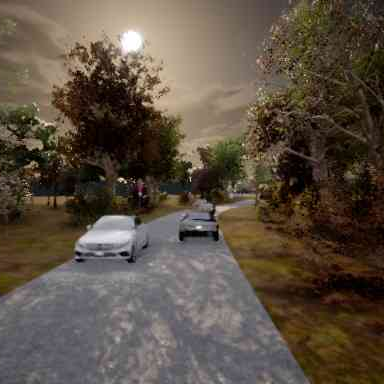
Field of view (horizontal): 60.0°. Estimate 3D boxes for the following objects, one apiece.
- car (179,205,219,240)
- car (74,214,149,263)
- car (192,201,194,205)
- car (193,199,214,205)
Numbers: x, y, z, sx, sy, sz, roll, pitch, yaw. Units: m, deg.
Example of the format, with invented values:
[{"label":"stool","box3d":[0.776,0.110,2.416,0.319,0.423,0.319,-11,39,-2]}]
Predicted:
[{"label":"car","box3d":[0.392,1.616,17.399,1.994,1.385,4.181,0,0,2]},{"label":"car","box3d":[-2.699,1.551,12.150,1.812,1.442,4.674,0,0,1]},{"label":"car","box3d":[1.356,1.909,54.093,2.097,1.767,4.553,0,-1,11]},{"label":"car","box3d":[1.671,1.782,35.814,2.033,1.411,5.357,0,-1,6]}]
